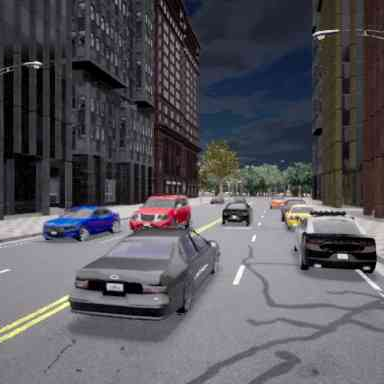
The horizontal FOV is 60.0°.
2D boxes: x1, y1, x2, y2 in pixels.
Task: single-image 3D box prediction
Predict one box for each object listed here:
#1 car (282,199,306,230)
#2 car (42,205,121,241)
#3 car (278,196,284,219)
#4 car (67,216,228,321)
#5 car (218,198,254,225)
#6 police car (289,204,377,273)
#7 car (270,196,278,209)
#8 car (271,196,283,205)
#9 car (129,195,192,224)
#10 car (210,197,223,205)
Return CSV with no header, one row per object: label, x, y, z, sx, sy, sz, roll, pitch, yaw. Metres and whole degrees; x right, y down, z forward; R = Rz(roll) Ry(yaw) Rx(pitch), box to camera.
car,6.783,1.453,20.709,1.801,1.575,5.366,0,0,14
car,-5.333,1.476,16.656,1.882,1.535,5.008,0,0,14
car,8.142,1.349,26.327,2.097,1.767,4.553,0,0,14
car,-0.613,1.547,7.684,2.033,1.411,5.357,0,0,14
car,3.377,1.475,24.168,1.882,1.535,5.008,0,0,14
police car,4.414,1.424,10.911,1.930,1.638,5.238,0,0,14
car,11.664,1.345,45.008,2.097,1.767,4.553,0,0,14
car,15.276,1.538,59.976,2.033,1.411,5.357,0,0,14
car,-1.523,1.220,18.591,2.150,2.045,5.566,0,0,14
car,4.368,1.538,56.736,2.033,1.411,5.357,0,0,14
